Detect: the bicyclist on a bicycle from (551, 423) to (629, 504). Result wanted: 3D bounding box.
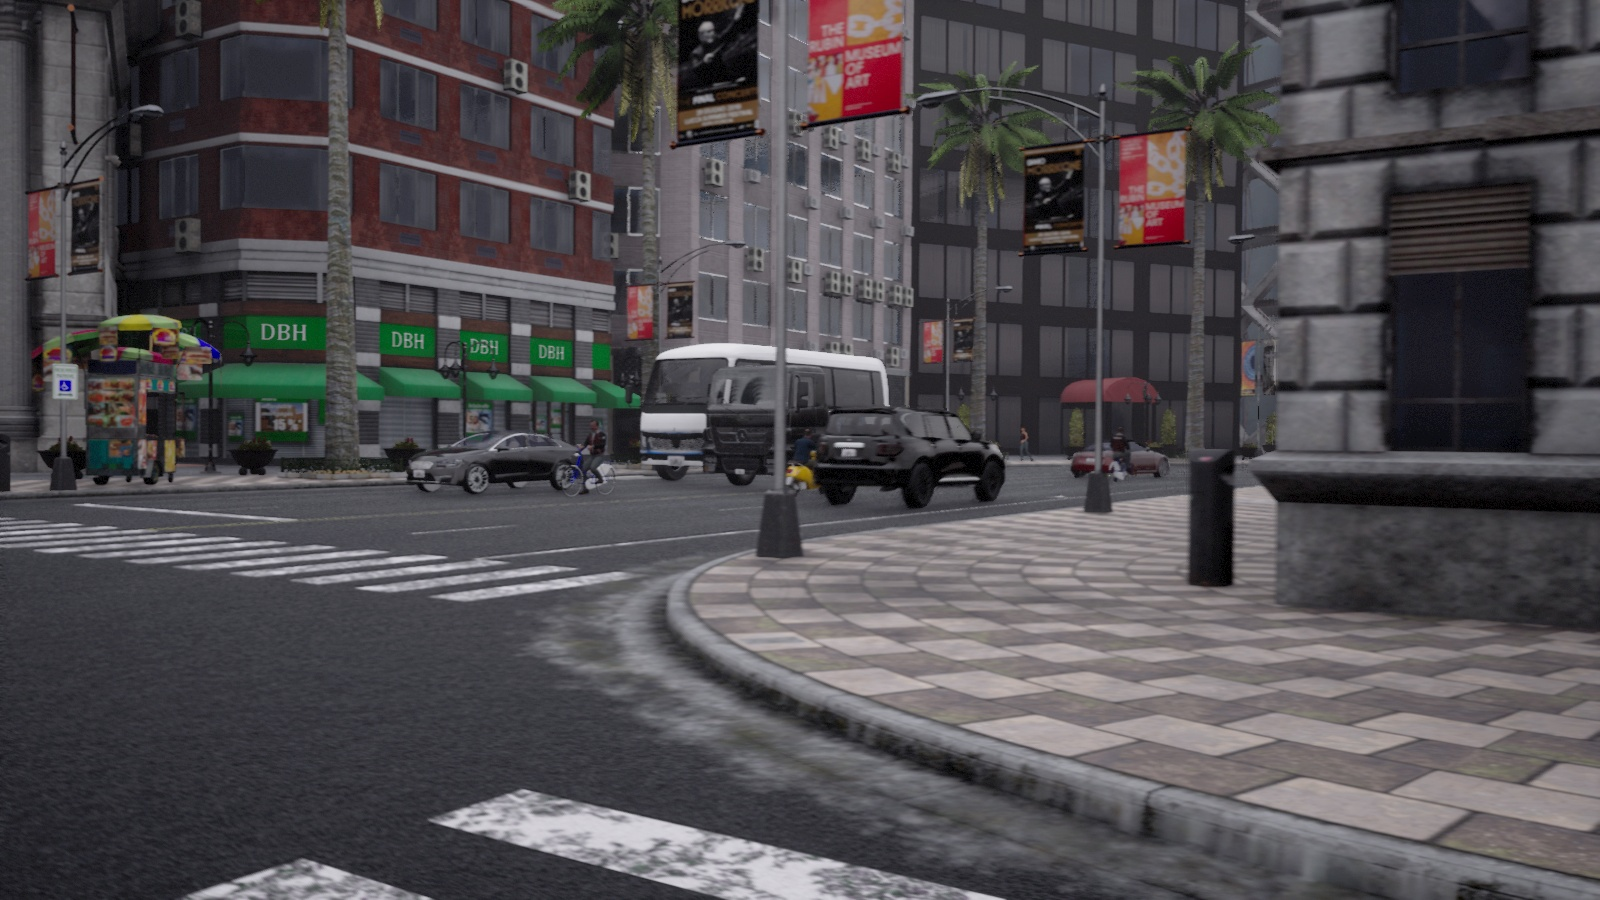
[{"bbox_3d":[-4.785,0.285,28.706,0.659,1.776,1.843,0,1,33],"label":"bicyclist on a bicycle"}]

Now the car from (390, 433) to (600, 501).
[{"bbox_3d":[-7.406,0.369,31.021,2.128,1.511,4.902,0,1,33],"label":"car"}]

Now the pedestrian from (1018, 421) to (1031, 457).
[{"bbox_3d":[11.490,-0.553,64.287,0.594,1.836,0.345,-1,1,-32],"label":"pedestrian"}]

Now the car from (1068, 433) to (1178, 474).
[{"bbox_3d":[11.592,0.100,44.953,1.994,1.385,4.181,0,1,45],"label":"car"}]

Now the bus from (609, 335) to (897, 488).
[{"bbox_3d":[-1.139,-1.149,40.430,3.944,4.253,10.273,0,1,34],"label":"bus"}]

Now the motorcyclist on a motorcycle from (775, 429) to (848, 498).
[{"bbox_3d":[0.292,0.300,29.935,0.866,1.590,1.817,0,1,34],"label":"motorcyclist on a motorcycle"}]

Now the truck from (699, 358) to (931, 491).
[{"bbox_3d":[0.661,-0.727,36.806,2.891,3.462,7.936,0,1,34],"label":"truck"}]

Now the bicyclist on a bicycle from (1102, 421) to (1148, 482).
[{"bbox_3d":[9.754,0.020,37.615,0.659,1.776,1.843,0,1,37],"label":"bicyclist on a bicycle"}]

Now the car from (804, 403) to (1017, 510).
[{"bbox_3d":[2.526,0.080,26.972,2.150,2.045,5.566,0,1,34],"label":"car"}]
